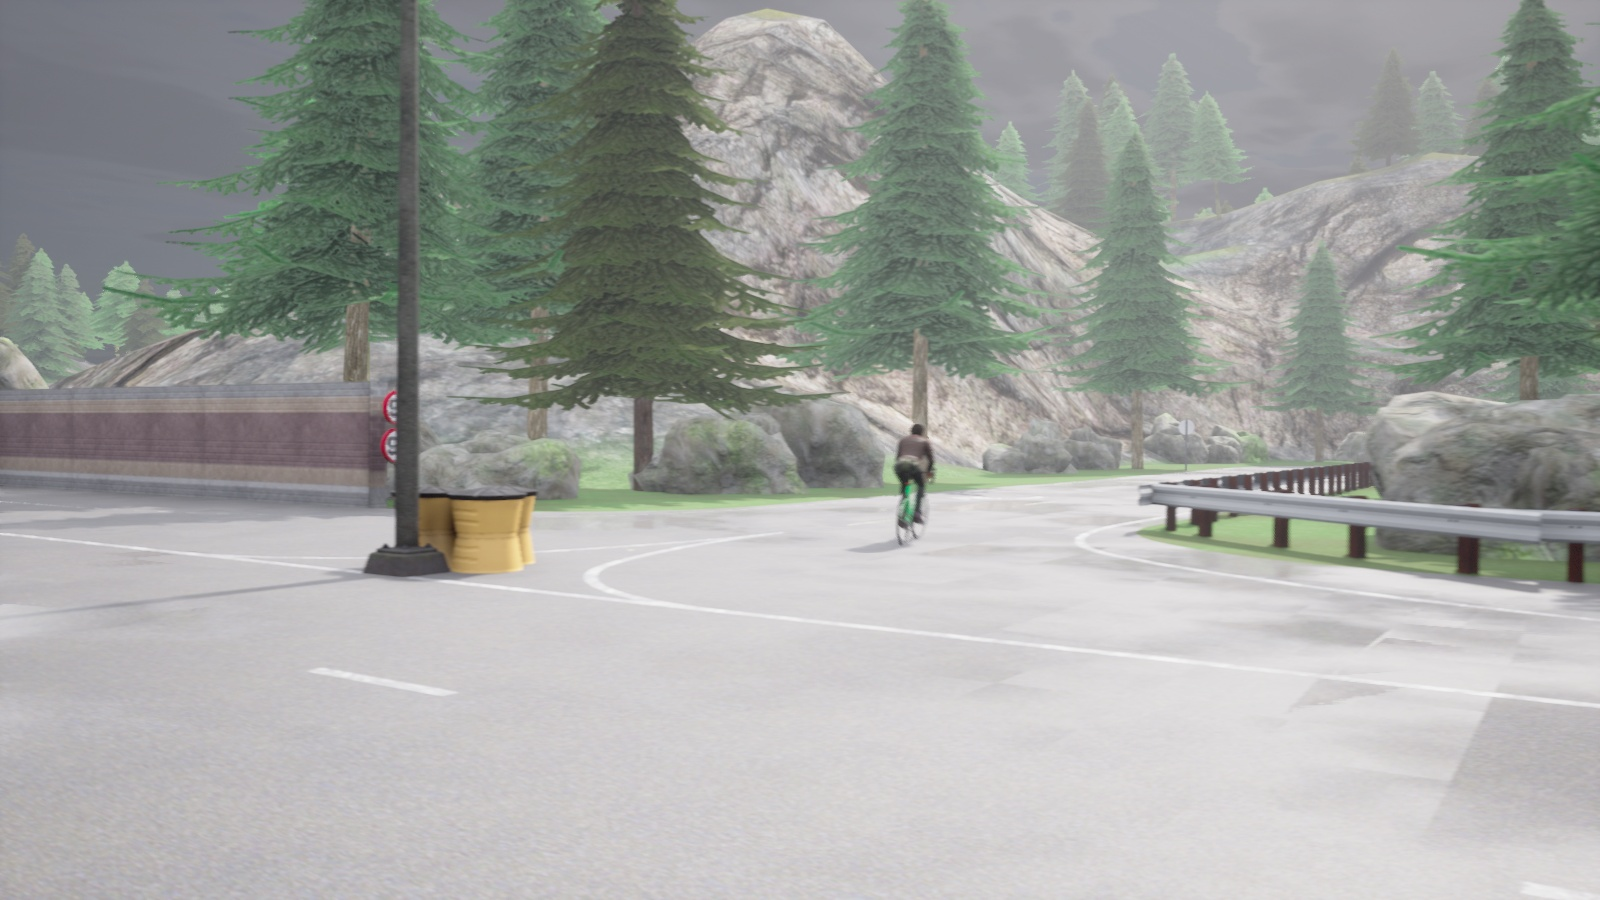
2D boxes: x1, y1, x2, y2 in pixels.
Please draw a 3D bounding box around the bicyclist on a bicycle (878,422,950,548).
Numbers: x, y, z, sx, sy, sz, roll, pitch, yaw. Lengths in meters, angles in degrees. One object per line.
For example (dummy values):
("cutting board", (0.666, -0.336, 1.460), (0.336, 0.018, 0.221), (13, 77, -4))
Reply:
("bicyclist on a bicycle", (1.572, 0.437, 17.065), (0.582, 1.620, 1.656), (1, 1, 19))
